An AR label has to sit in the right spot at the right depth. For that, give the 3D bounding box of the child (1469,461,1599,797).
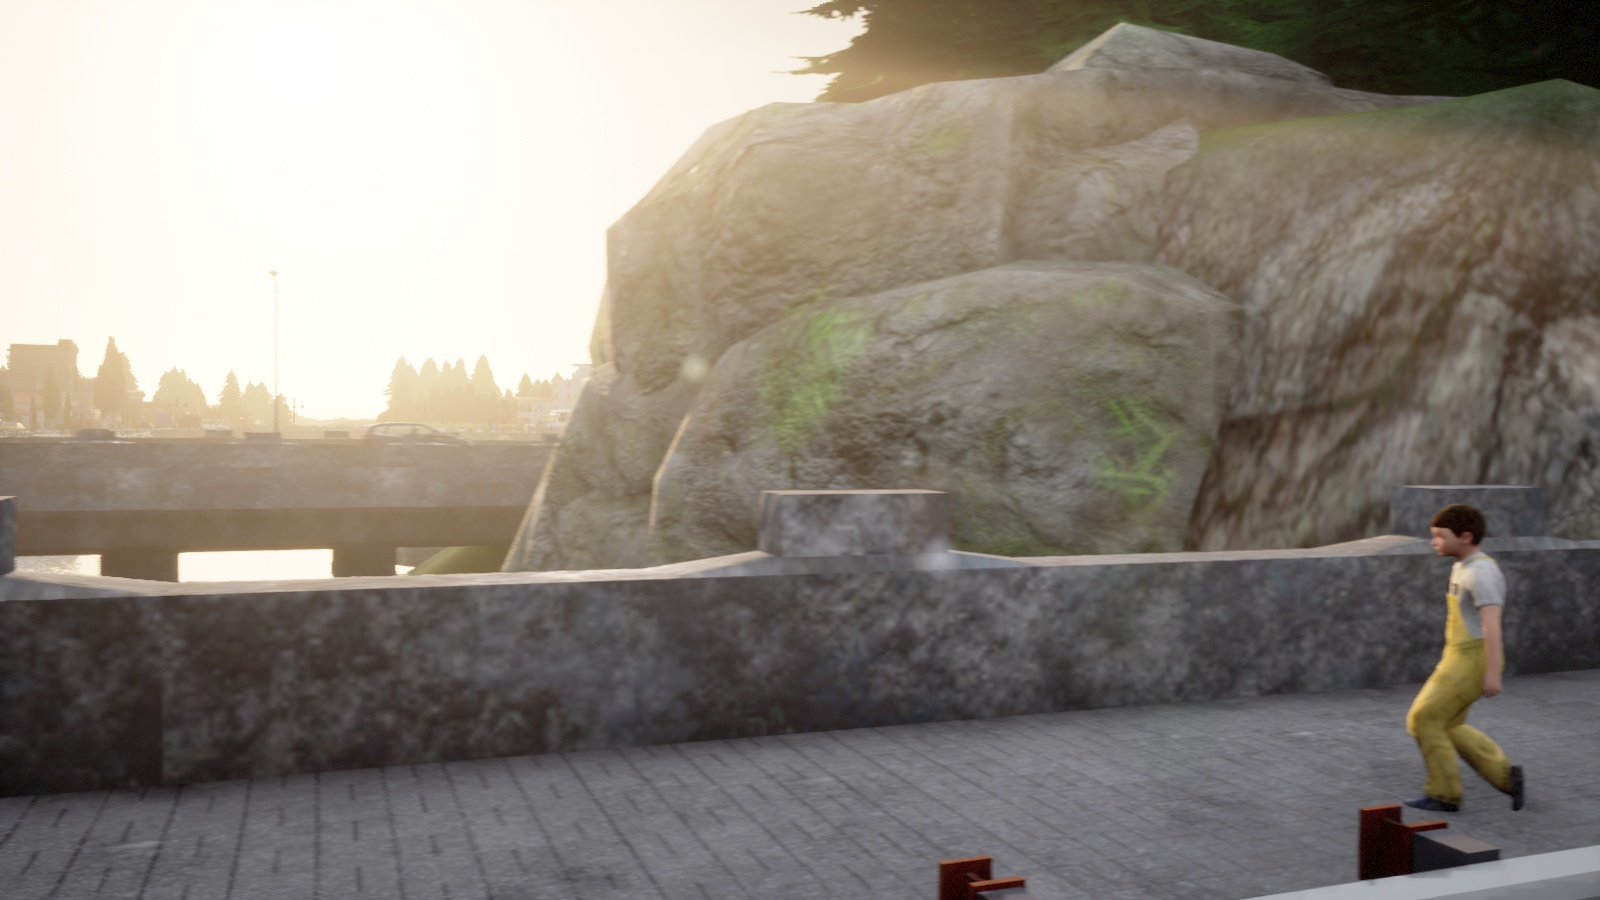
[{"bbox_3d":[2.886,0.676,4.928,0.437,1.263,0.270,0,1,24],"label":"child"}]

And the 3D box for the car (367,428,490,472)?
[{"bbox_3d":[-15.110,-0.024,50.982,4.611,1.667,2.242,-1,1,-21],"label":"car"}]
